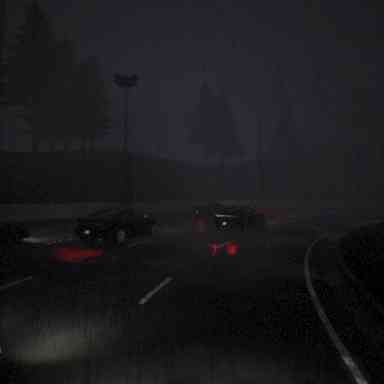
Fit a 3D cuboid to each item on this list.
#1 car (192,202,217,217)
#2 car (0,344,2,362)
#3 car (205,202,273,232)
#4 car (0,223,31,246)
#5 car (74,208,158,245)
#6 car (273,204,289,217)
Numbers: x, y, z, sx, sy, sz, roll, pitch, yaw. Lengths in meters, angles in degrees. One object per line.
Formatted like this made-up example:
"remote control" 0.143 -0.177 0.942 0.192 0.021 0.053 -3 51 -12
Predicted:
"car" 1.910 1.626 31.220 1.812 1.442 4.674 0 0 40
"car" -3.112 1.503 1.754 1.812 1.442 4.674 0 0 3
"car" 3.065 1.574 20.718 2.128 1.511 4.902 0 0 31
"car" -8.590 1.504 12.279 2.033 1.411 5.357 0 0 16
"car" -3.355 1.490 15.791 1.882 1.535 5.008 0 0 21
"car" 7.229 1.749 31.504 4.718 1.301 1.895 1 0 -45
